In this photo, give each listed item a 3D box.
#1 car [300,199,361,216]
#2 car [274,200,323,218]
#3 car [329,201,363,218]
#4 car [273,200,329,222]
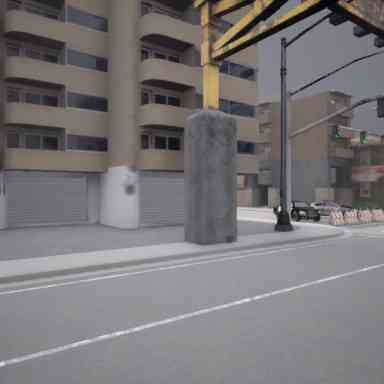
[{"bbox_3d":[11.872,1.295,28.562,4.536,1.218,1.853,0,0,35],"label":"car"},{"bbox_3d":[8.321,1.295,26.449,1.853,1.218,4.536,0,0,-10],"label":"car"},{"bbox_3d":[11.915,1.453,28.533,4.974,1.542,2.038,0,0,35],"label":"car"},{"bbox_3d":[8.331,1.453,26.398,2.038,1.542,4.974,0,0,-10],"label":"car"}]
